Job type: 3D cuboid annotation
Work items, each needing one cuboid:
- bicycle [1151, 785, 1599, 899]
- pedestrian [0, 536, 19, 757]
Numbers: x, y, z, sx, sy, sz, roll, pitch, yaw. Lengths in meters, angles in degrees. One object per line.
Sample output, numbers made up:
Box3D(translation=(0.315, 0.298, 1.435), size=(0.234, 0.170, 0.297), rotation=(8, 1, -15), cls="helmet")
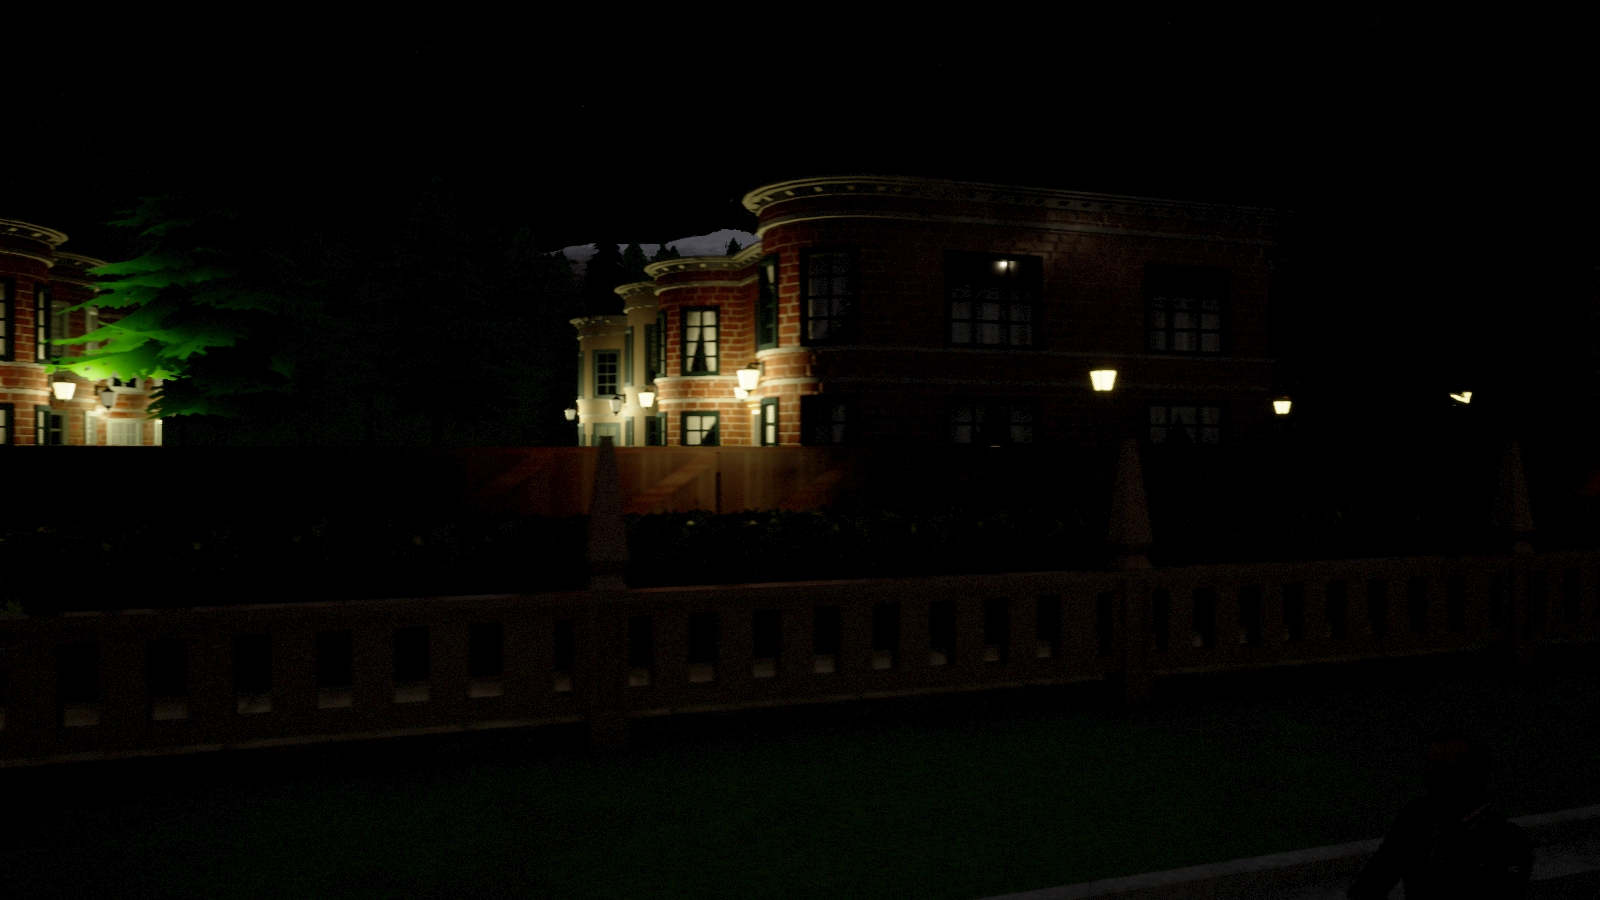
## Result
Box3D(translation=(2.115, 2.060, 4.061), size=(1.835, 1.471, 0.329), rotation=(0, 0, -20), cls="bicycle")
Box3D(translation=(-7.053, 1.696, 9.905), size=(0.375, 1.860, 0.375), rotation=(0, 0, -19), cls="pedestrian")
